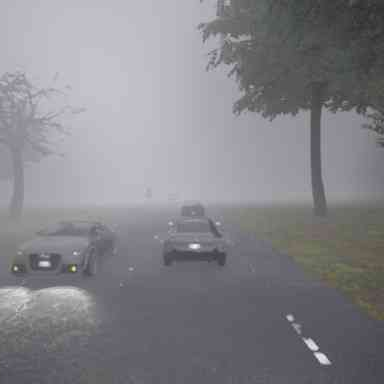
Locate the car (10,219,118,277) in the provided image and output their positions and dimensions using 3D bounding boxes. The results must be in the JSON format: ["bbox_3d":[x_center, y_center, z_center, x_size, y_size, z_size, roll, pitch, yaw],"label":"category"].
[{"bbox_3d":[-3.574,1.544,10.062,1.994,1.385,4.181,0,0,0],"label":"car"}]

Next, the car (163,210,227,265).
[{"bbox_3d":[0.085,1.542,11.661,1.994,1.385,4.181,0,0,0],"label":"car"}]

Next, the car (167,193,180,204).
[{"bbox_3d":[-3.527,1.267,62.765,2.150,2.045,5.566,0,0,0],"label":"car"}]

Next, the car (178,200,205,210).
[{"bbox_3d":[0.083,1.448,27.991,1.882,1.535,5.008,0,0,0],"label":"car"}]
